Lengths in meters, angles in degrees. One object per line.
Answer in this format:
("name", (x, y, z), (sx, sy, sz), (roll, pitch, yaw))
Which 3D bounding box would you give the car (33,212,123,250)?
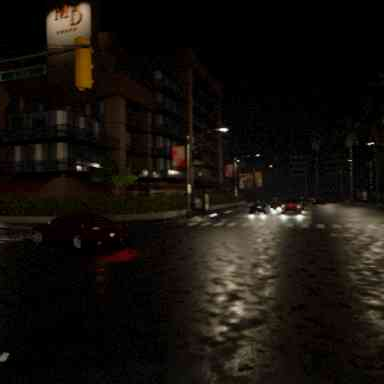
("car", (-5.409, 1.702, 15.465), (5.008, 1.535, 1.882), (-1, -1, 35))

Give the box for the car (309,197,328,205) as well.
("car", (23.220, 1.754, 61.142), (1.994, 1.385, 4.181), (-1, -1, 16))

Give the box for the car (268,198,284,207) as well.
("car", (14.384, 1.780, 56.755), (2.128, 1.511, 4.902), (-1, -1, 20))

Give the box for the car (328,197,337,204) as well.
("car", (28.638, 1.704, 69.349), (1.812, 1.442, 4.674), (-1, -1, 8))

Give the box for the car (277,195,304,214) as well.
("car", (11.029, 1.513, 36.824), (2.097, 1.767, 4.553), (-1, -1, 20))

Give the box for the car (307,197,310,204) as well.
("car", (25.331, 1.769, 70.778), (2.128, 1.511, 4.902), (-1, -1, 8))

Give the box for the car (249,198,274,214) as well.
("car", (7.833, 1.771, 38.270), (2.033, 1.411, 5.357), (-1, -1, 20))

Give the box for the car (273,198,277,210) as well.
("car", (11.006, 1.781, 47.220), (1.812, 1.442, 4.674), (-1, -1, 20))
